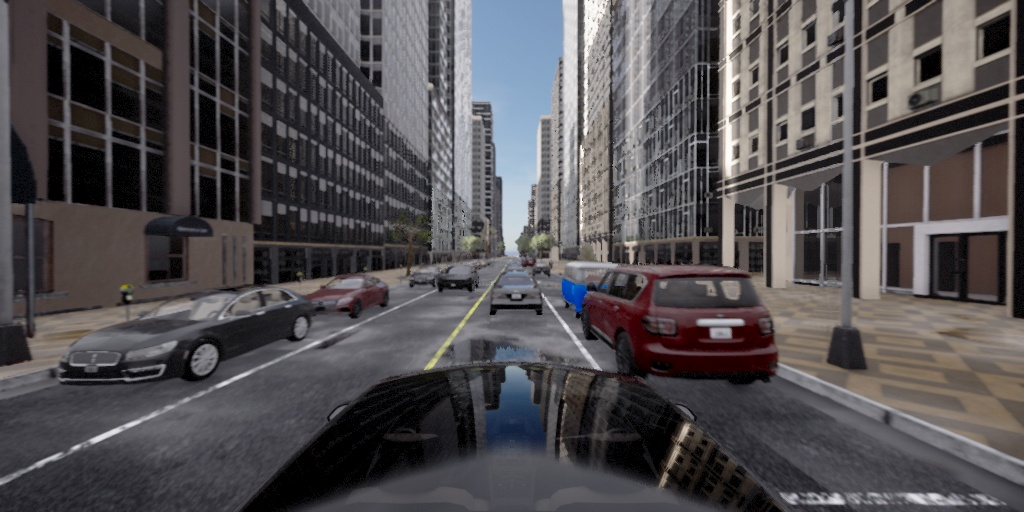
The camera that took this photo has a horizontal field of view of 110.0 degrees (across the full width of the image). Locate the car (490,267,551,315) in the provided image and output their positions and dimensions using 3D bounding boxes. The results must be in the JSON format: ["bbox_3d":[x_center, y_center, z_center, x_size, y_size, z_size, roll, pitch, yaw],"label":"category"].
[{"bbox_3d":[0.147,1.306,13.675,2.033,1.411,5.357,0,0,0],"label":"car"}]

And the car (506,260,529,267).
[{"bbox_3d":[0.229,1.319,32.389,2.033,1.411,5.357,0,0,0],"label":"car"}]

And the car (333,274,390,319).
[{"bbox_3d":[-5.651,1.329,12.717,1.802,1.307,4.207,0,0,0],"label":"car"}]

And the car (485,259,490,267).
[{"bbox_3d":[-5.426,1.306,63.699,1.751,1.417,4.829,0,0,0],"label":"car"}]

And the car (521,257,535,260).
[{"bbox_3d":[2.929,1.109,58.149,2.192,1.841,5.009,0,0,0],"label":"car"}]

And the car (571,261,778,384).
[{"bbox_3d":[2.704,1.074,6.996,2.192,1.841,5.009,0,0,0],"label":"car"}]

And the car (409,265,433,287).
[{"bbox_3d":[-5.602,1.305,24.084,2.007,1.370,4.403,0,0,0],"label":"car"}]

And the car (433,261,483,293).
[{"bbox_3d":[-3.009,1.235,20.990,1.882,1.535,5.008,0,0,0],"label":"car"}]

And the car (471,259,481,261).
[{"bbox_3d":[-5.501,1.352,46.818,1.802,1.307,4.207,0,0,0],"label":"car"}]

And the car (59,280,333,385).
[{"bbox_3d":[-5.677,1.293,7.033,2.007,1.370,4.403,0,0,0],"label":"car"}]

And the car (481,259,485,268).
[{"bbox_3d":[-5.476,1.214,52.502,1.967,1.591,4.097,0,0,0],"label":"car"}]

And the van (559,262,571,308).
[{"bbox_3d":[2.729,1.104,12.680,1.690,1.789,3.998,0,0,0],"label":"van"}]

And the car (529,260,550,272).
[{"bbox_3d":[2.830,1.330,35.414,2.007,1.370,4.403,0,0,0],"label":"car"}]
